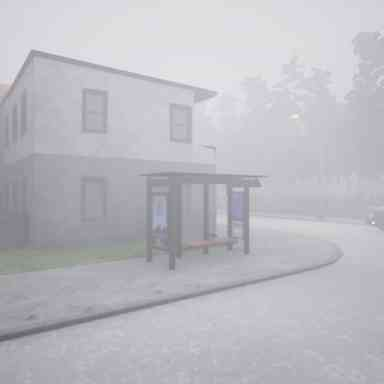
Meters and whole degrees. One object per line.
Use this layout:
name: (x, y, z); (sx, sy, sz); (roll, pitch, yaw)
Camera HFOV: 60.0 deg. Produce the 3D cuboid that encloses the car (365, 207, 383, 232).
car: (12.631, 1.226, 18.188); (5.566, 2.045, 2.150); (0, 2, 21)
